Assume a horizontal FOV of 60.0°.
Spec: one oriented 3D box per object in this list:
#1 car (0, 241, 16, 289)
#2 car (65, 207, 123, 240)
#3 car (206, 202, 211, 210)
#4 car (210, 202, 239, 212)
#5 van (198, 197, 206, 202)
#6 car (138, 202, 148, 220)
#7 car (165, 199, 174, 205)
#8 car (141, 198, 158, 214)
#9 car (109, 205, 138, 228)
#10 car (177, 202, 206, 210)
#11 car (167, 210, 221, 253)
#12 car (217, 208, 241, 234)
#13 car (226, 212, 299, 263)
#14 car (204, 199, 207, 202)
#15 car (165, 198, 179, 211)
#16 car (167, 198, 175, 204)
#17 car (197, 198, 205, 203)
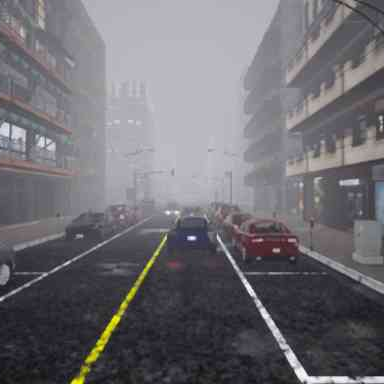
[{"bbox_3d":[-5.315,1.615,6.740,2.008,1.369,4.403,0,-1,0],"label":"car"},{"bbox_3d":[-5.314,1.733,17.928,1.947,1.339,4.313,0,-1,0],"label":"car"},{"bbox_3d":[2.568,1.709,29.116,1.967,1.590,4.097,0,-1,0],"label":"car"},{"bbox_3d":[2.567,1.658,23.522,1.967,1.590,4.097,0,-1,0],"label":"car"},{"bbox_3d":[2.574,2.047,78.346,1.690,1.788,3.998,0,0,0],"label":"van"},{"bbox_3d":[-5.312,1.851,29.115,1.802,1.307,4.206,0,-1,0],"label":"car"},{"bbox_3d":[-5.273,2.290,78.507,1.802,1.307,4.206,0,0,0],"label":"car"},{"bbox_3d":[-5.312,1.685,40.306,2.192,1.841,5.009,0,-1,0],"label":"car"},{"bbox_3d":[-5.313,1.658,23.523,1.967,1.590,4.097,0,-1,0],"label":"car"},{"bbox_3d":[0.008,1.835,29.300,1.994,1.385,4.181,0,0,0],"label":"car"},{"bbox_3d":[0.004,1.698,14.324,1.994,1.385,4.181,0,0,0],"label":"car"},{"bbox_3d":[2.567,1.749,17.926,1.802,1.307,4.206,0,-1,0],"label":"car"},{"bbox_3d":[2.566,1.660,12.333,1.887,1.381,4.507,0,-1,0],"label":"car"},{"bbox_3d":[2.569,1.760,34.710,1.967,1.590,4.097,0,-1,0],"label":"car"},{"bbox_3d":[-2.748,2.009,48.426,1.994,1.385,4.181,0,-1,0],"label":"car"},{"bbox_3d":[-5.273,2.300,84.095,1.887,1.381,4.507,0,0,0],"label":"car"},{"bbox_3d":[2.576,2.416,95.146,1.947,1.339,4.313,0,0,0],"label":"car"}]
